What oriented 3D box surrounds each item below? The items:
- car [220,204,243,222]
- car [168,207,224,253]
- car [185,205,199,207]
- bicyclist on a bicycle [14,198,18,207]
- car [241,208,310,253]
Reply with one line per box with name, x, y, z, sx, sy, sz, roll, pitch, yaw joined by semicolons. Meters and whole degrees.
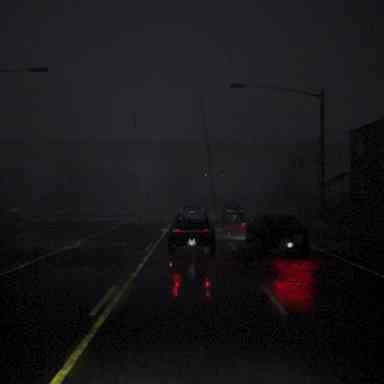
car;3.547;1.766;29.283;2.128;1.511;4.902;0;0;2
car;0.002;1.625;14.291;2.128;1.511;4.902;0;0;0
car;0.000;1.818;28.984;2.033;1.411;5.357;0;-1;0
bicyclist on a bicycle;-31.036;1.848;58.660;0.582;1.620;1.656;0;0;0
car;3.504;1.642;14.306;1.837;1.490;4.892;0;0;0
